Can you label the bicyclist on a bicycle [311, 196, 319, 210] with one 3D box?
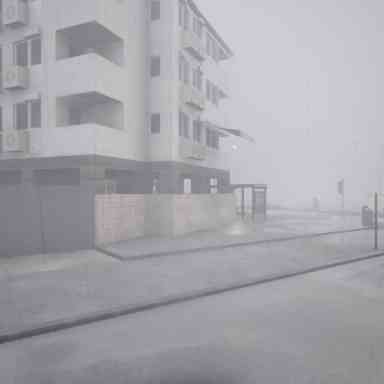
[{"bbox_3d":[14.628,1.349,39.528,1.656,1.620,0.582,0,0,-35],"label":"bicyclist on a bicycle"}]
